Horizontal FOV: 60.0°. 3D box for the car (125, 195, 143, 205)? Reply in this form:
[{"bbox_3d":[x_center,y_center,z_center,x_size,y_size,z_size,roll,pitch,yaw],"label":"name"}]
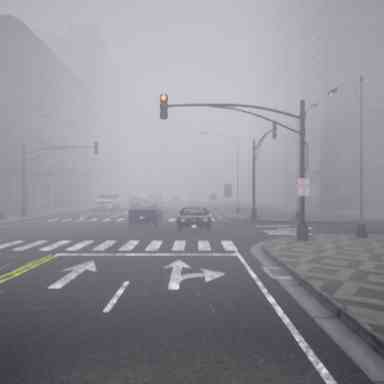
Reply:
[{"bbox_3d":[-9.694,1.367,55.651,2.128,1.511,4.902,0,0,0],"label":"car"}]

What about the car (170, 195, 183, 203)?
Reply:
[{"bbox_3d":[-3.053,1.360,62.821,1.837,1.490,4.892,0,0,1],"label":"car"}]

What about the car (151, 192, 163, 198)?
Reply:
[{"bbox_3d":[-6.426,1.091,58.742,2.150,2.045,5.566,0,0,0],"label":"car"}]

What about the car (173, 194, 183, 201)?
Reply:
[{"bbox_3d":[-3.074,1.253,73.115,2.033,1.411,5.357,0,0,0],"label":"car"}]

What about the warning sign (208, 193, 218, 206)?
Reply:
[{"bbox_3d":[2.960,1.015,46.586,1.300,1.860,1.060,0,0,0],"label":"warning sign"}]

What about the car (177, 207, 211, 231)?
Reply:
[{"bbox_3d":[0.139,1.564,20.380,1.895,1.301,4.718,0,0,0],"label":"car"}]

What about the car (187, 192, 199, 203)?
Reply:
[{"bbox_3d":[0.197,1.078,62.602,2.150,2.045,5.566,0,0,0],"label":"car"}]

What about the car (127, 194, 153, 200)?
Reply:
[{"bbox_3d":[-6.498,1.406,40.981,2.128,1.511,4.902,0,0,0],"label":"car"}]

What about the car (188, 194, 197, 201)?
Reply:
[{"bbox_3d":[0.176,1.191,73.107,1.882,1.535,5.008,0,0,0],"label":"car"}]

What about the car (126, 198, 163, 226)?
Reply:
[{"bbox_3d":[-3.101,1.436,23.009,1.882,1.535,5.008,0,0,0],"label":"car"}]

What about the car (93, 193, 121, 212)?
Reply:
[{"bbox_3d":[-9.756,1.143,38.614,2.150,2.045,5.566,0,0,0],"label":"car"}]
